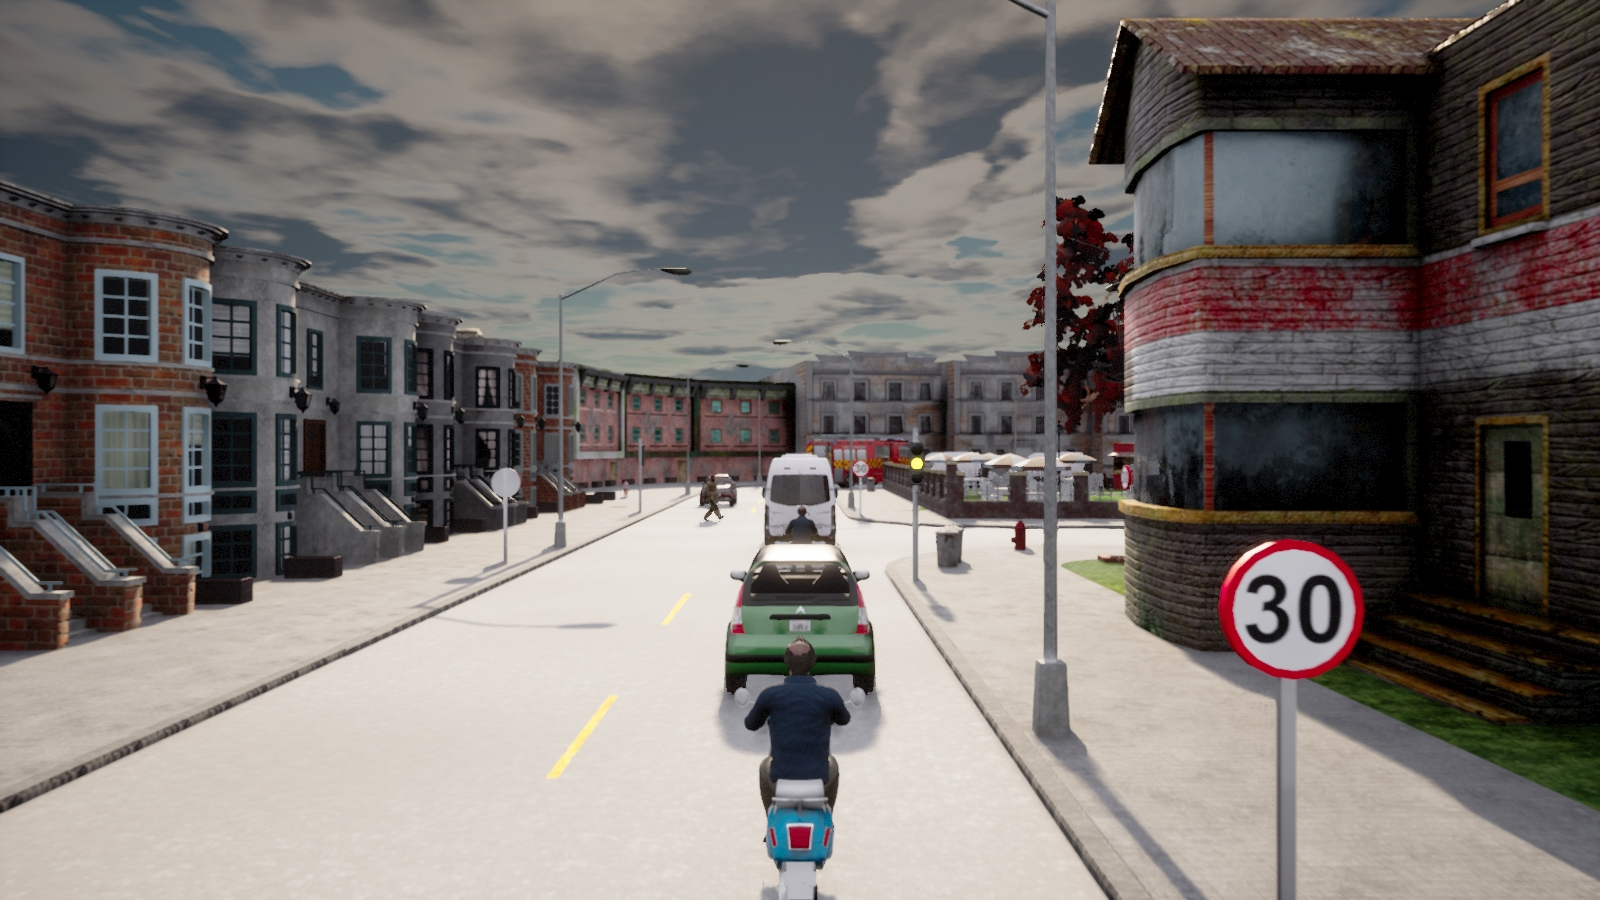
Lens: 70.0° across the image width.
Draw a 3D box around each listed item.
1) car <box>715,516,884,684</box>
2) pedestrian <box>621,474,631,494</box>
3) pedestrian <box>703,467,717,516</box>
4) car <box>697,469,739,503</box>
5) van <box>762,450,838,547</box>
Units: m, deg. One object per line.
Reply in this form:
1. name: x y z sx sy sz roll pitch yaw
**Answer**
1. car: -0.003 1.760 14.520 1.851 1.617 3.988 0 0 0
2. pedestrian: -9.436 1.832 61.920 0.500 1.100 0.500 0 0 -12
3. pedestrian: -3.417 1.576 43.399 0.375 1.860 0.375 0 0 38
4. car: -4.017 1.739 56.535 1.789 1.549 3.705 0 0 0
5. van: -0.007 1.274 33.115 1.988 2.561 5.915 0 0 0
